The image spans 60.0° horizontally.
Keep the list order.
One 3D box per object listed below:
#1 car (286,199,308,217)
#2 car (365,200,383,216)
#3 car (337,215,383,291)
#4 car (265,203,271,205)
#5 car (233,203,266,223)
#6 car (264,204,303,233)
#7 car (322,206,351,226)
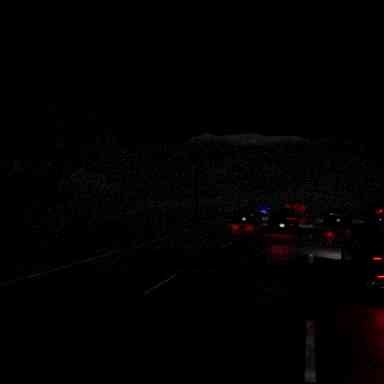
[{"bbox_3d":[11.927,1.771,38.000,2.150,2.045,5.566,1,-1,20],"label":"car"},{"bbox_3d":[15.031,1.655,25.963,2.150,2.045,5.566,1,-1,20],"label":"car"},{"bbox_3d":[5.197,1.617,8.990,1.837,1.490,4.892,1,-1,20],"label":"car"},{"bbox_3d":[9.070,2.065,40.403,1.812,1.442,4.674,1,-1,20],"label":"car"},{"bbox_3d":[4.985,1.937,29.064,1.895,1.301,4.718,1,-1,20],"label":"car"},{"bbox_3d":[6.172,1.768,22.025,1.837,1.490,4.892,1,-1,20],"label":"car"},{"bbox_3d":[11.465,1.882,26.396,2.128,1.511,4.902,1,-1,20],"label":"car"}]
